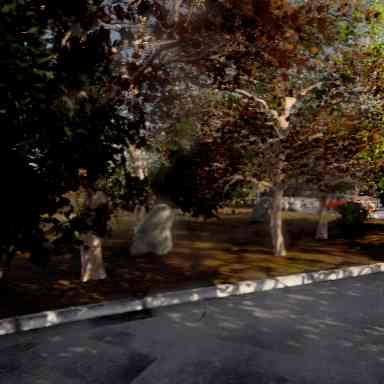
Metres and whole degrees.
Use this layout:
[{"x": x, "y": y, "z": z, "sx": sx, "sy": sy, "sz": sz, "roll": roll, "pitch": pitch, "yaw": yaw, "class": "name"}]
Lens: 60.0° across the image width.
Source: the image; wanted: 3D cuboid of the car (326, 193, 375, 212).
[{"x": 13.716, "y": 0.960, "z": 29.360, "sx": 2.097, "sy": 1.767, "sz": 4.553, "roll": -1, "pitch": 1, "yaw": -19, "class": "car"}]
